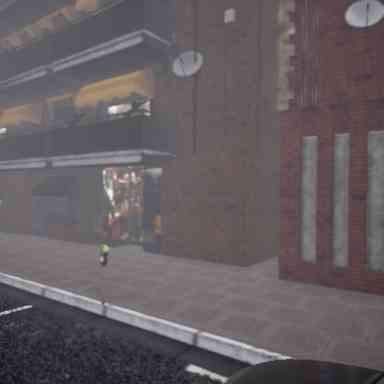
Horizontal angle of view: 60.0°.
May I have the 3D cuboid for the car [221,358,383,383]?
[{"bbox_3d":[1.882,1.551,1.326,4.403,1.369,2.008,0,1,36],"label":"car"}]
